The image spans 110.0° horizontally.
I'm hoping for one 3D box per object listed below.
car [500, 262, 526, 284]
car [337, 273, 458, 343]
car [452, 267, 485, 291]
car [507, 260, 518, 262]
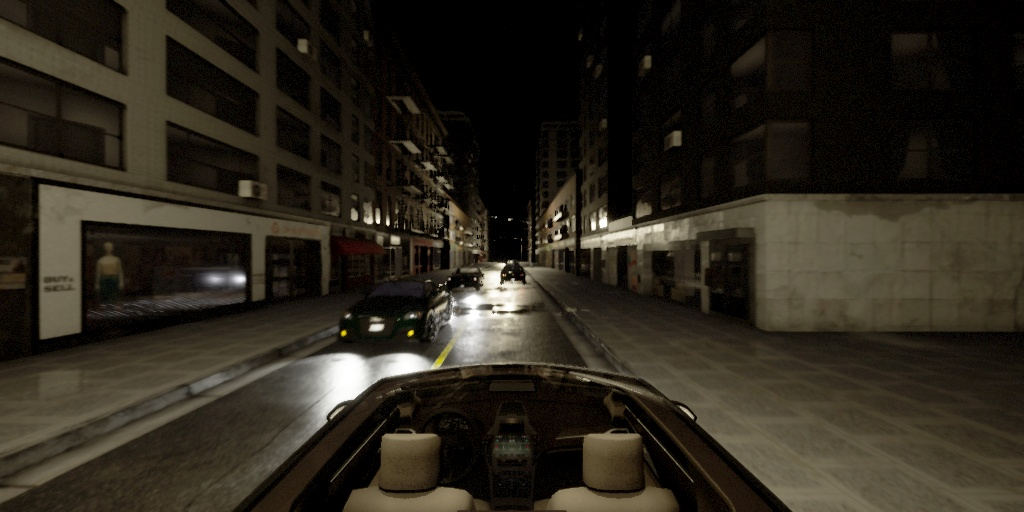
[{"bbox_3d":[0.079,1.365,27.320,1.895,1.301,4.718,0,0,0],"label":"car"},{"bbox_3d":[-2.843,1.317,9.536,1.994,1.385,4.181,0,0,0],"label":"car"},{"bbox_3d":[-2.754,1.362,22.104,1.895,1.301,4.718,0,0,0],"label":"car"},{"bbox_3d":[0.085,1.276,46.739,2.128,1.511,4.902,0,0,0],"label":"car"}]
